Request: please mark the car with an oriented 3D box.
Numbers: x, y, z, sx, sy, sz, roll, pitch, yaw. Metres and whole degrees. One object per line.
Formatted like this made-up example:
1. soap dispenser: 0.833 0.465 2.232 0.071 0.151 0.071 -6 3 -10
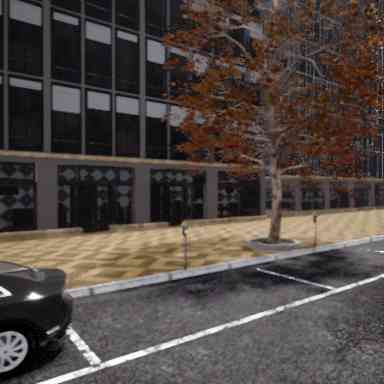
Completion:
1. car: -3.713 1.557 3.909 4.403 1.369 2.008 -1 1 -35
